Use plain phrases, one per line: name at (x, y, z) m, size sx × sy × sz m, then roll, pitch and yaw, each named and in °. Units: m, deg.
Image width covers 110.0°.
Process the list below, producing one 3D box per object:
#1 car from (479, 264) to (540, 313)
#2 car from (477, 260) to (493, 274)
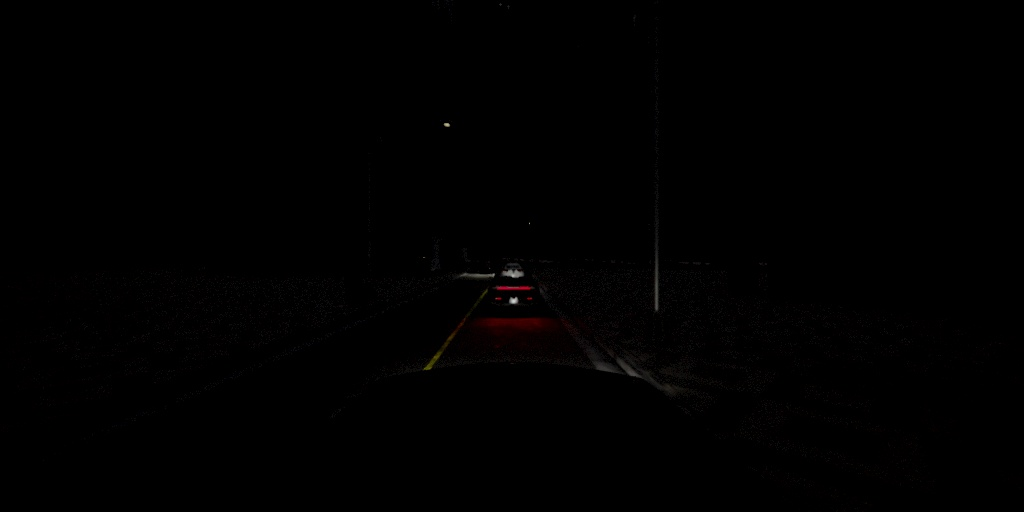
car at (0.069, 1.261, 14.126) m, size 2.128 × 1.511 × 4.902 m, roll 0°, pitch 0°, yaw 0°
car at (-3.084, 1.290, 42.523) m, size 1.882 × 1.535 × 5.008 m, roll 0°, pitch 0°, yaw 0°
